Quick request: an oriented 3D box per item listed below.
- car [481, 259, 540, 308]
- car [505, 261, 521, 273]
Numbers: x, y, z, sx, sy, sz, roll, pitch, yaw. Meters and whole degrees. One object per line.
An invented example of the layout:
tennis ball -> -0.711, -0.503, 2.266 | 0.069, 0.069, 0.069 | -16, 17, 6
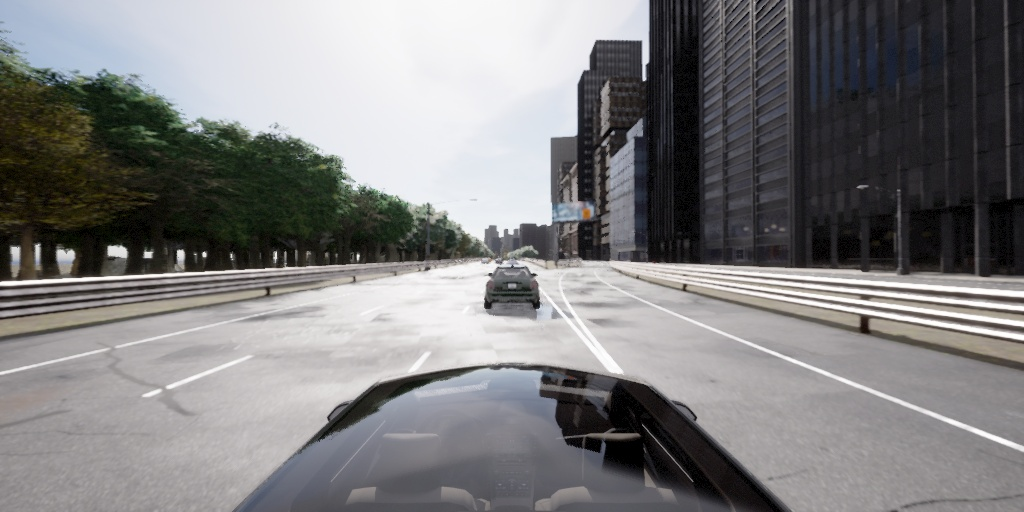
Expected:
car -> 0.011, 1.140, 15.495 | 2.097, 1.767, 4.553 | 0, 0, 0
car -> 0.135, 1.422, 46.648 | 1.994, 1.385, 4.181 | 0, 0, 0
